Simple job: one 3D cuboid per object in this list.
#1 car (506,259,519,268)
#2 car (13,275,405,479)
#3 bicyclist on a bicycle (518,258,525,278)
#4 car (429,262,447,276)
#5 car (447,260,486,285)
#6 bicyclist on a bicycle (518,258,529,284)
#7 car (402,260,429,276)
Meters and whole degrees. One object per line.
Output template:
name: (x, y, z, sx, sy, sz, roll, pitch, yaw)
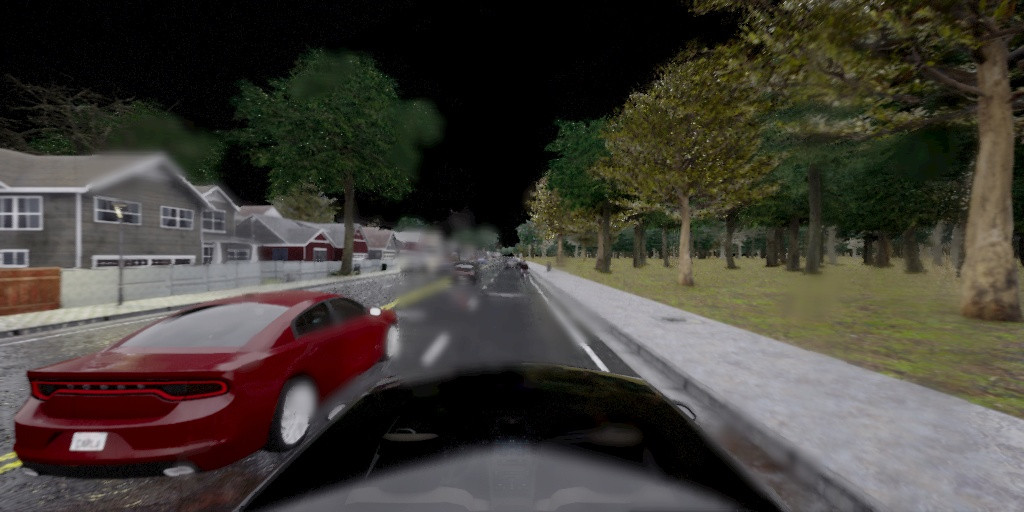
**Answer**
car: (0.035, 1.219, 60.542, 2.128, 1.511, 4.902, 0, 0, 1)
car: (-3.150, 1.225, 5.144, 1.882, 1.535, 5.008, 0, 0, 0)
bicyclist on a bicycle: (0.889, 1.102, 33.917, 0.659, 1.776, 1.843, 0, 0, 0)
car: (-6.600, 1.277, 36.636, 2.033, 1.411, 5.357, 0, 0, 0)
car: (-3.152, 1.241, 25.609, 1.837, 1.490, 4.892, 0, 0, 0)
bicyclist on a bicycle: (0.890, 1.107, 24.917, 0.659, 1.776, 1.843, 0, 0, 0)
car: (-9.847, 1.207, 37.017, 1.882, 1.535, 5.008, 0, 0, 0)
